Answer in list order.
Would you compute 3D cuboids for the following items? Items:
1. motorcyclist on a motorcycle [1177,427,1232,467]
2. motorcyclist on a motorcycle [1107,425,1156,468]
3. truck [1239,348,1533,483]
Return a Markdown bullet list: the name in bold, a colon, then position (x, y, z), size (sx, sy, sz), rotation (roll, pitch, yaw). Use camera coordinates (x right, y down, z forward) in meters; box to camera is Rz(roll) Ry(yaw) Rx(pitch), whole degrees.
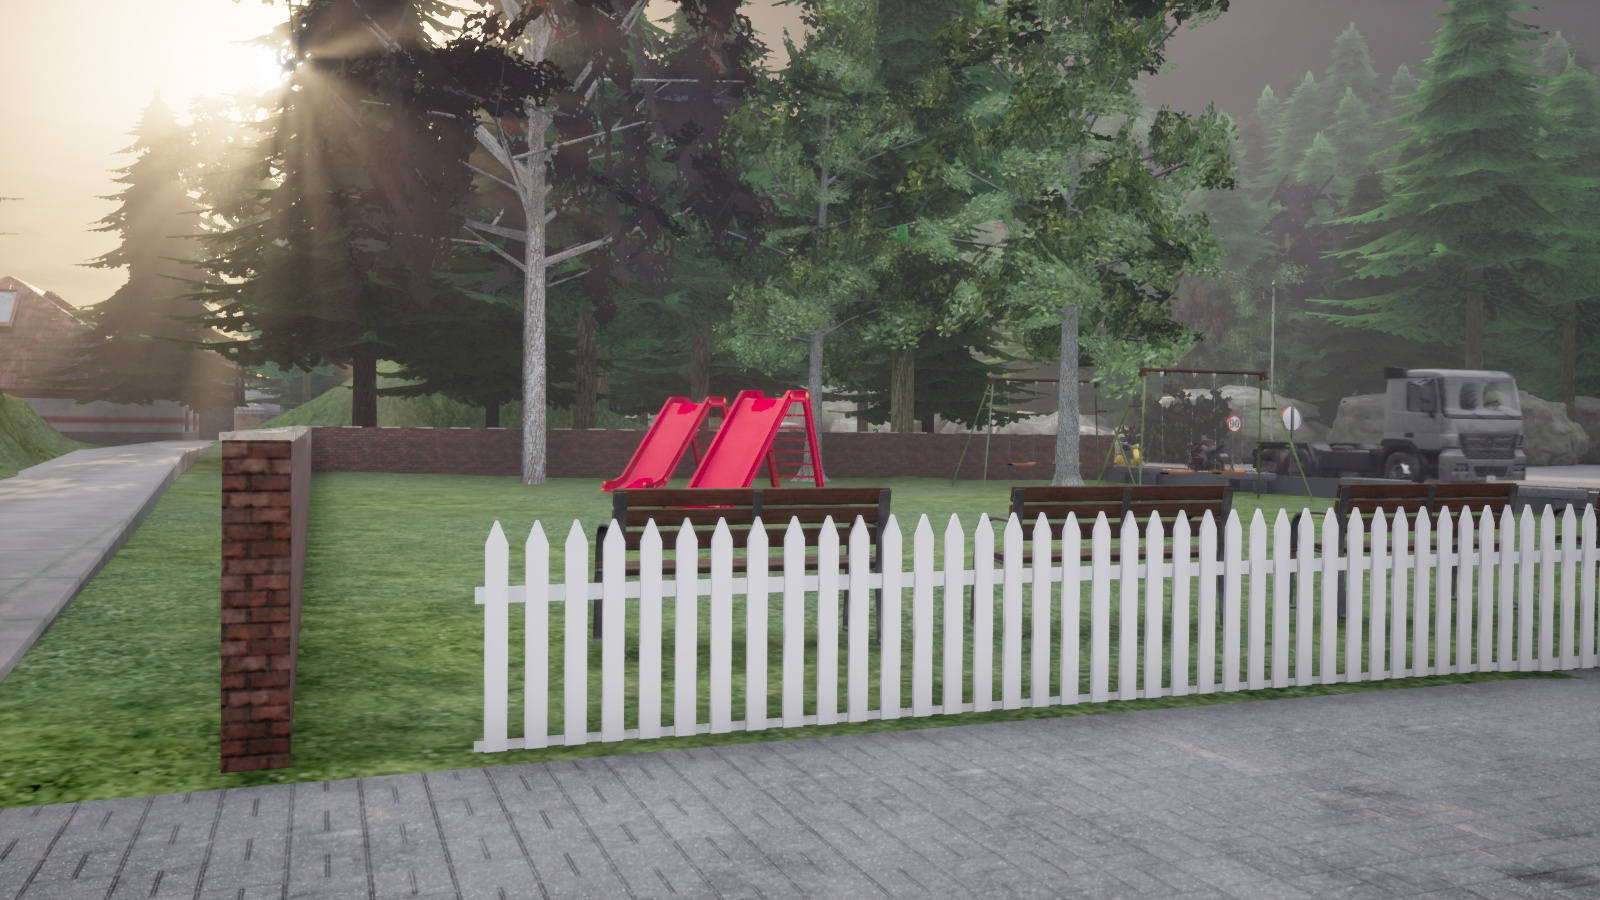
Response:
- **motorcyclist on a motorcycle**: position (15.893, -0.143, 49.404), size (0.866, 1.530, 2.191), rotation (-1, 1, -21)
- **motorcyclist on a motorcycle**: position (12.452, -0.151, 47.203), size (0.866, 1.590, 1.817), rotation (-1, 1, -21)
- **truck**: position (16.590, -0.955, 36.344), size (2.891, 3.462, 7.936), rotation (-1, 1, -21)
